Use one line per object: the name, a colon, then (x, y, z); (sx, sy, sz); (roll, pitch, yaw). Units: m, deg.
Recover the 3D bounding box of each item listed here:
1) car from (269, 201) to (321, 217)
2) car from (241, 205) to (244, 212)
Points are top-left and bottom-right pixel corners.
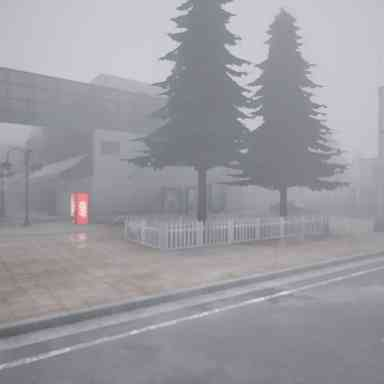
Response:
car: (9.330, 1.601, 30.277); (1.882, 1.535, 5.008); (0, 0, -34)
car: (3.837, 1.726, 38.491); (1.895, 1.301, 4.718); (0, 0, -34)
